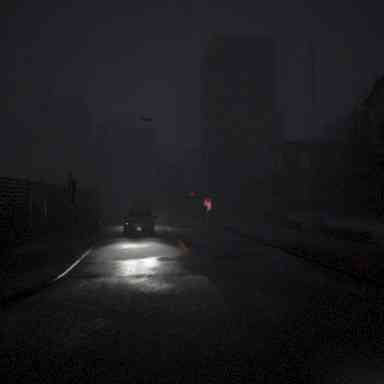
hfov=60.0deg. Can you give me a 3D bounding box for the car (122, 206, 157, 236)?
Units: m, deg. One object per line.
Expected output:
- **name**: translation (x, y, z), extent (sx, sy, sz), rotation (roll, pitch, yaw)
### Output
- **car**: translation (-3.372, 1.898, 21.494), extent (2.128, 1.511, 4.902), rotation (0, -1, -8)

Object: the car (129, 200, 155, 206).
- **car**: translation (-4.814, 1.822, 31.889), extent (2.150, 2.045, 5.566), rotation (0, -1, -7)
